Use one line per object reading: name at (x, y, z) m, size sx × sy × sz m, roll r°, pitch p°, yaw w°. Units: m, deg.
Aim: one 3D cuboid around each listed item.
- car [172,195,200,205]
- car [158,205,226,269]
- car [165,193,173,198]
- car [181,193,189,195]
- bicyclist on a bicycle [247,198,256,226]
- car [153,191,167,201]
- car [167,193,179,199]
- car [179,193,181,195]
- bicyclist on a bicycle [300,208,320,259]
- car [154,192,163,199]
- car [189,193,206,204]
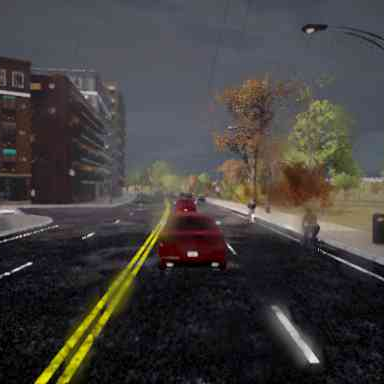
car at (-0.601, 1.302, 29.584) m, size 1.882 × 1.535 × 5.008 m, roll 0°, pitch 0°, yaw -3°
car at (-0.026, 1.414, 10.934) m, size 1.882 × 1.535 × 5.008 m, roll 0°, pitch 0°, yaw -1°
car at (-6.409, 0.871, 92.924) m, size 1.994 × 1.385 × 4.181 m, roll 0°, pitch 0°, yaw -8°
car at (-0.739, 1.023, 73.307) m, size 1.882 × 1.535 × 5.008 m, roll 0°, pitch 0°, yaw -6°
bicyclist on a bicycle at (3.768, 1.243, 21.210) m, size 0.659 × 1.776 × 1.843 m, roll 0°, pitch 1°, yaw -2°
car at (-6.811, 0.807, 68.887) m, size 2.150 × 2.045 × 5.566 m, roll 0°, pitch 0°, yaw -6°
car at (-5.069, 1.023, 82.546) m, size 2.033 × 1.411 × 5.357 m, roll 0°, pitch 0°, yaw -7°
car at (-2.674, 0.935, 89.526) m, size 1.837 × 1.490 × 4.892 m, roll 0°, pitch 0°, yaw -7°
bicyclist on a bicycle at (4.016, 1.385, 11.321) m, size 0.582 × 1.620 × 1.656 m, roll 0°, pitch 0°, yaw -1°
car at (-8.655, 0.872, 85.062) m, size 2.128 × 1.511 × 4.902 m, roll 0°, pitch 0°, yaw -7°
car at (1.152, 1.163, 53.841) m, size 2.128 × 1.511 × 4.902 m, roll 0°, pitch 0°, yaw -4°
